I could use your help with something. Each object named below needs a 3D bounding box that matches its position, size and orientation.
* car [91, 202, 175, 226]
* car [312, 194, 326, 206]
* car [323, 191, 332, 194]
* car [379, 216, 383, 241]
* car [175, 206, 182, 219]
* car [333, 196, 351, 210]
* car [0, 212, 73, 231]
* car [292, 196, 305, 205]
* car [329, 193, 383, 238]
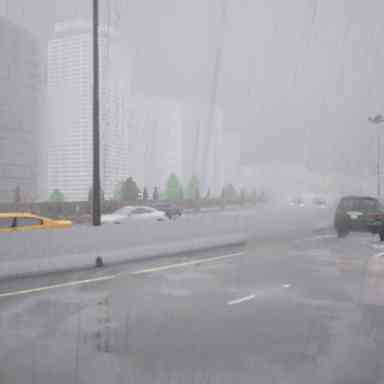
[{"bbox_3d":[-3.532,1.551,19.414,4.674,1.442,1.812,0,0,-42],"label":"car"},{"bbox_3d":[20.427,1.465,53.247,1.994,1.385,4.181,0,0,23],"label":"car"},{"bbox_3d":[33.817,0.815,82.657,2.150,2.045,5.566,0,0,17],"label":"car"},{"bbox_3d":[7.897,1.487,10.670,4.674,1.442,1.812,0,0,-43],"label":"car"},{"bbox_3d":[-2.905,1.515,24.751,4.902,1.511,2.128,0,0,-45],"label":"car"},{"bbox_3d":[19.616,1.382,43.294,1.882,1.535,5.008,0,0,28],"label":"car"},{"bbox_3d":[-6.912,1.520,12.146,5.008,1.535,1.882,0,0,-37],"label":"car"},{"bbox_3d":[18.733,1.416,58.529,1.837,1.490,4.892,0,0,20],"label":"car"},{"bbox_3d":[9.040,1.178,16.620,2.150,2.045,5.566,0,0,44],"label":"car"}]
